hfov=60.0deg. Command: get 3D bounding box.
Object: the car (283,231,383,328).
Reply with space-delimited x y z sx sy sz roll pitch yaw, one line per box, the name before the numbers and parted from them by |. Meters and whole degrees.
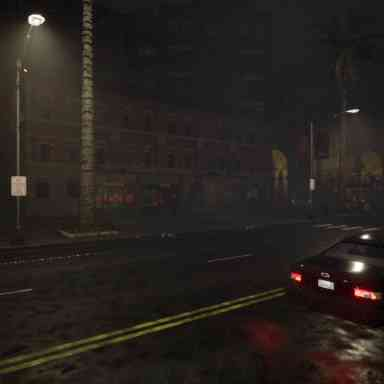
car | 4.212 1.547 6.863 5.357 1.411 2.033 0 0 -36
